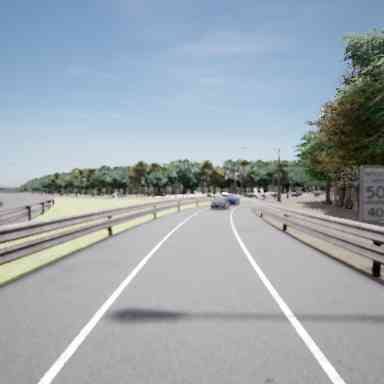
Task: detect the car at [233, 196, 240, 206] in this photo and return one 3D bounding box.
[{"bbox_3d":[6.293,1.289,52.387,1.882,1.535,5.008,0,1,19],"label":"car"}]

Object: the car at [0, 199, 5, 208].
[{"bbox_3d":[-33.224,1.928,56.641,1.812,1.442,4.674,0,-1,-21],"label":"car"}]

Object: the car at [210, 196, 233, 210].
[{"bbox_3d":[3.532,1.412,41.556,2.033,1.411,5.357,0,0,13],"label":"car"}]
